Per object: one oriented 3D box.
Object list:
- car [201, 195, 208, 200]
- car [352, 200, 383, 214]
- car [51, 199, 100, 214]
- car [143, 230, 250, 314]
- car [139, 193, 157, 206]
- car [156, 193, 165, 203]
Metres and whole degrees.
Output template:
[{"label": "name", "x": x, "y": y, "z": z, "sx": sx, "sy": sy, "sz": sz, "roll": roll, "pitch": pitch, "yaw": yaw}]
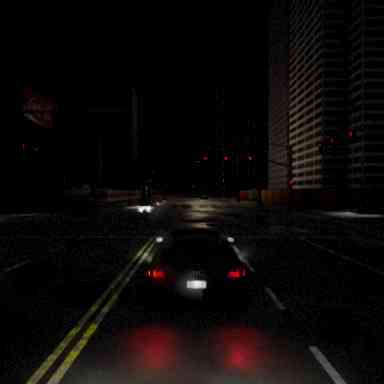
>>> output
[{"label": "car", "x": 3.268, "y": 1.406, "z": 87.543, "sx": 2.128, "sy": 1.511, "sz": 4.902, "roll": 0, "pitch": 0, "yaw": 0}, {"label": "car", "x": 19.626, "y": 1.500, "z": 34.492, "sx": 5.357, "sy": 1.411, "sz": 2.033, "roll": 0, "pitch": 0, "yaw": 0}, {"label": "car", "x": -12.221, "y": 1.443, "z": 35.038, "sx": 4.902, "sy": 1.511, "sz": 2.128, "roll": 0, "pitch": 1, "yaw": -29}, {"label": "car", "x": 0.076, "y": 1.553, "z": 7.705, "sx": 1.994, "sy": 1.385, "sz": 4.181, "roll": 0, "pitch": 0, "yaw": 0}, {"label": "car", "x": -7.214, "y": 1.419, "z": 52.659, "sx": 2.128, "sy": 1.511, "sz": 4.902, "roll": 0, "pitch": 0, "yaw": 0}, {"label": "car", "x": -7.191, "y": 1.129, "z": 66.489, "sx": 2.150, "sy": 2.045, "sz": 5.566, "roll": 0, "pitch": 0, "yaw": 0}]
